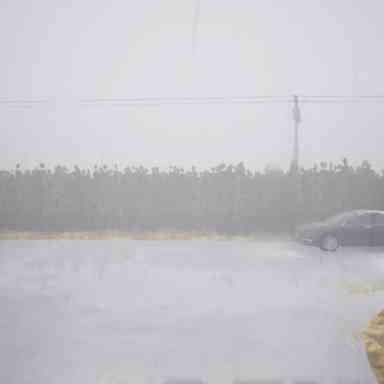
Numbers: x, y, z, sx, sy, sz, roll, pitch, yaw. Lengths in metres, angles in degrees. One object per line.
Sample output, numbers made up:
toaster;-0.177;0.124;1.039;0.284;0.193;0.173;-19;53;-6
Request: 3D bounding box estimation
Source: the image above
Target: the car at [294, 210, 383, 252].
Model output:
car;6.556;1.492;13.164;4.892;1.490;1.837;0;0;-1
